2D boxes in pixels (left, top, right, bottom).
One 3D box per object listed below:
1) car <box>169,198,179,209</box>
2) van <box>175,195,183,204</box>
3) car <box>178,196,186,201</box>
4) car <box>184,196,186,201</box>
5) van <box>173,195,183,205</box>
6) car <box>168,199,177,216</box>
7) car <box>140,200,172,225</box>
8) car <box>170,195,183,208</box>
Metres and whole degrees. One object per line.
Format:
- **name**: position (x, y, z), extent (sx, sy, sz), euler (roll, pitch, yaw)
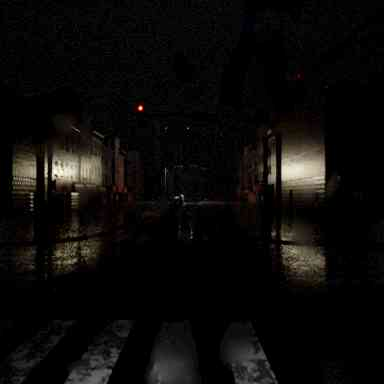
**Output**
- **car**: position (-2.650, 1.606, 35.256), extent (1.802, 1.307, 4.206), euler (0, 0, 0)
- **van**: position (-2.664, 1.442, 68.889), extent (1.690, 1.788, 3.998), euler (0, 0, 0)
- **car**: position (-2.676, 1.738, 91.310), extent (1.947, 1.339, 4.313), euler (0, 0, 0)
- **car**: position (-2.659, 1.387, 57.678), extent (2.192, 1.841, 5.009), euler (0, 0, 0)
- **van**: position (-2.662, 1.427, 63.284), extent (1.690, 1.788, 3.998), euler (0, 0, 0)
- **car**: position (-2.647, 1.561, 29.650), extent (1.887, 1.381, 4.507), euler (0, 0, 0)
- **car**: position (-2.645, 1.535, 23.876), extent (1.752, 1.417, 4.829), euler (0, 0, 0)
- **car**: position (-2.655, 1.486, 46.467), extent (1.967, 1.590, 4.097), euler (0, 0, 0)
